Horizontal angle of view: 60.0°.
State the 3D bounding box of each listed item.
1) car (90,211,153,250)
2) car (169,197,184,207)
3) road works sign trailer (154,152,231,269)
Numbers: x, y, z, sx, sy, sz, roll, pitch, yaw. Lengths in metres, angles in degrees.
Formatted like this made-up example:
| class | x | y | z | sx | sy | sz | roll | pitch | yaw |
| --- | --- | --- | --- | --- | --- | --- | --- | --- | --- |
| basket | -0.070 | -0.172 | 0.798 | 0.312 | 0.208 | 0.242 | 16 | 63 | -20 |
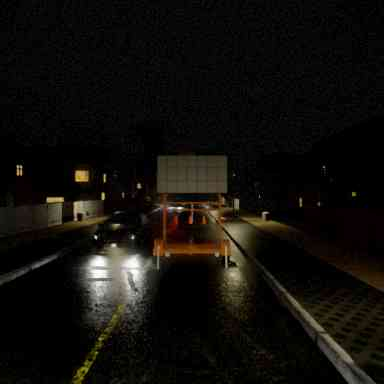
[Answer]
| class | x | y | z | sx | sy | sz | roll | pitch | yaw |
| --- | --- | --- | --- | --- | --- | --- | --- | --- | --- |
| car | -2.837 | 1.564 | 14.697 | 2.033 | 1.411 | 5.357 | 0 | 0 | 0 |
| car | -2.786 | 1.826 | 55.384 | 1.895 | 1.301 | 4.718 | 0 | 0 | 0 |
| road works sign trailer | 0.011 | 0.473 | 11.114 | 2.380 | 3.560 | 2.880 | 0 | 0 | 0 |
